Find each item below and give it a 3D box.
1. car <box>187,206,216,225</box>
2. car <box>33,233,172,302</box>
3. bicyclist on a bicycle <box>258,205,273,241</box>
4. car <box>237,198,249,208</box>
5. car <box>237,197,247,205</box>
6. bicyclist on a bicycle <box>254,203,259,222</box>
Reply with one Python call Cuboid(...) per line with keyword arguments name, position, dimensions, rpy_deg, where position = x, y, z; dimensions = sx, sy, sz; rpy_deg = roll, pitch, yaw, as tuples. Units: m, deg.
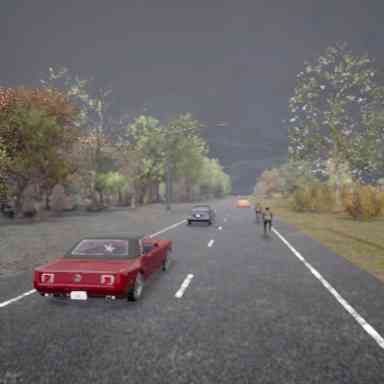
Cuboid(name="car", position=(0.811, 1.806, 26.585), dimensions=(2.033, 1.411, 5.357), rpy_deg=(-1, -1, 8))
Cuboid(name="car", position=(-1.828, 1.701, 8.540), dimensions=(1.895, 1.301, 4.718), rpy_deg=(-1, -1, 8))
Cuboid(name="bicyclist on a bicycle", position=(3.744, 1.587, 16.472), dimensions=(0.582, 1.620, 1.656), rpy_deg=(-1, -1, 8))
Cuboid(name="car", position=(9.347, 1.882, 60.680), dimensions=(2.097, 1.767, 4.553), rpy_deg=(-1, -1, 8))
Cuboid(name="car", position=(11.058, 1.997, 73.137), dimensions=(2.097, 1.767, 4.553), rpy_deg=(-1, -1, 8))
Cuboid(name="bicyclist on a bicycle", position=(5.048, 1.665, 25.378), dimensions=(0.582, 1.620, 1.656), rpy_deg=(-1, -1, 8))
